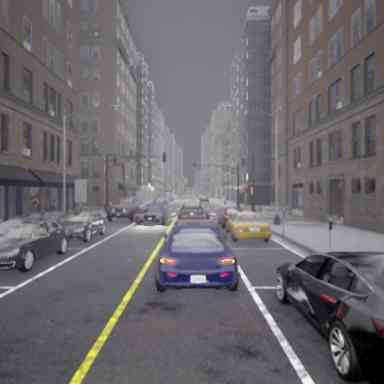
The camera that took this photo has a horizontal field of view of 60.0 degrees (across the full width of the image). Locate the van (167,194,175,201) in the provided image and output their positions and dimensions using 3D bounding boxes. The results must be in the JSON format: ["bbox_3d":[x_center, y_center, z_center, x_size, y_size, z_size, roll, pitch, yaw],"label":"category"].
[{"bbox_3d":[-5.425,1.358,86.105,1.690,1.788,3.998,0,0,0],"label":"van"}]

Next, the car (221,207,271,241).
[{"bbox_3d":[2.630,1.535,16.257,1.752,1.417,4.829,0,0,0],"label":"car"}]

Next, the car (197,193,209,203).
[{"bbox_3d":[2.607,1.460,69.740,1.967,1.590,4.097,0,0,0],"label":"car"}]

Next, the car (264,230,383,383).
[{"bbox_3d":[2.635,1.570,5.261,1.947,1.339,4.313,0,0,0],"label":"car"}]

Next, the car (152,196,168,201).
[{"bbox_3d":[-5.411,1.570,53.381,2.008,1.369,4.403,0,0,0],"label":"car"}]

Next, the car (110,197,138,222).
[{"bbox_3d":[-5.400,1.327,26.918,2.192,1.841,5.009,0,0,0],"label":"car"}]

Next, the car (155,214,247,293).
[{"bbox_3d":[0.098,1.532,8.779,1.812,1.442,4.674,0,0,-1],"label":"car"}]

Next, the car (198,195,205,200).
[{"bbox_3d":[2.597,1.567,91.557,2.008,1.369,4.403,0,0,0],"label":"car"}]

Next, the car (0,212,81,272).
[{"bbox_3d":[-5.392,1.558,10.680,2.008,1.369,4.403,0,0,0],"label":"car"}]

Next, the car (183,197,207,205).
[{"bbox_3d":[-0.010,1.490,27.529,1.882,1.535,5.008,0,0,0],"label":"car"}]

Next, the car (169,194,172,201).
[{"bbox_3d":[-5.416,1.546,64.119,1.752,1.417,4.829,0,0,0],"label":"car"}]

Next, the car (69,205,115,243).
[{"bbox_3d":[-5.395,1.560,16.093,2.008,1.369,4.403,0,0,0],"label":"car"}]

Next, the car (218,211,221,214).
[{"bbox_3d":[2.628,1.593,21.500,1.802,1.307,4.206,0,0,0],"label":"car"}]

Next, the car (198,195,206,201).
[{"bbox_3d":[2.599,1.562,86.103,1.887,1.381,4.507,0,0,0],"label":"car"}]

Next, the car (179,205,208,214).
[{"bbox_3d":[0.087,1.611,18.119,1.895,1.301,4.718,0,0,0],"label":"car"}]

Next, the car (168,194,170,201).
[{"bbox_3d":[-5.414,1.565,58.836,1.887,1.381,4.507,0,0,0],"label":"car"}]

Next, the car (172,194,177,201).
[{"bbox_3d":[-5.423,1.584,80.651,1.947,1.339,4.313,0,0,0],"label":"car"}]

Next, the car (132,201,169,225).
[{"bbox_3d":[-2.792,1.576,24.027,1.994,1.385,4.181,0,0,0],"label":"car"}]
